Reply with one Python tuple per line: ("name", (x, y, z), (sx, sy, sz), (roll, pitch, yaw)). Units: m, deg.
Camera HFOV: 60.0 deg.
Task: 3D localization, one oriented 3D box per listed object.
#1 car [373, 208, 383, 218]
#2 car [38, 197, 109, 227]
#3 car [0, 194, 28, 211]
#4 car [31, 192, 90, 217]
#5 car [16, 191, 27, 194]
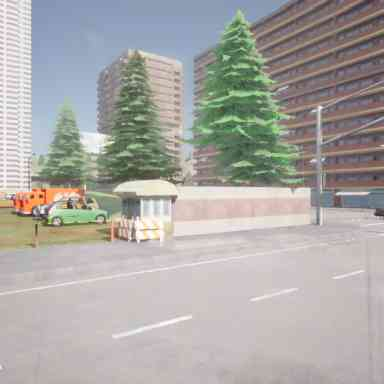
("car", (17.217, 1.594, 25.988), (2.033, 1.411, 5.357), (0, 0, -35))
("car", (-7.437, 1.341, 21.496), (3.988, 1.617, 1.851), (0, 0, -35))
("car", (-24.520, 1.394, 44.116), (4.193, 1.474, 1.816), (0, 0, -35))
("car", (-9.461, 1.172, 25.546), (4.605, 1.855, 1.932), (0, 0, -35))
("car", (-25.799, 1.204, 46.638), (3.866, 1.878, 1.905), (0, 0, -35))
